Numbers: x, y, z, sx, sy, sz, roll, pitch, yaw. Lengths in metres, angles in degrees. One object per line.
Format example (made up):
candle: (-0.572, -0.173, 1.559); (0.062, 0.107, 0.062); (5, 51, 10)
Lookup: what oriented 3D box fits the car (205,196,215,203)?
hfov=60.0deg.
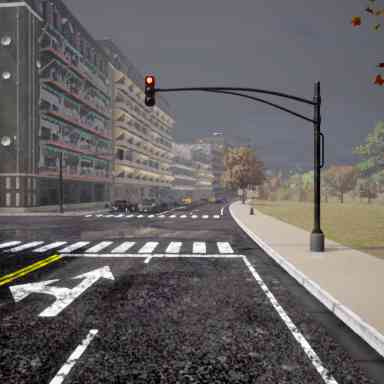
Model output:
car: (4.335, 1.729, 79.323); (1.882, 1.535, 5.008); (0, 0, 12)

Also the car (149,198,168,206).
car: (-5.738, 1.719, 58.147); (2.033, 1.411, 5.357); (0, 0, 8)

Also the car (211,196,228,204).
car: (5.722, 1.783, 68.634); (2.033, 1.411, 5.357); (0, 0, 9)

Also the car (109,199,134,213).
car: (-8.037, 1.586, 38.379); (1.837, 1.490, 4.892); (0, 0, 5)

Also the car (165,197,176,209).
car: (-3.892, 1.722, 47.101); (1.895, 1.301, 4.718); (0, 0, 7)

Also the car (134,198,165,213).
car: (-4.793, 1.433, 38.154); (2.097, 1.767, 4.553); (0, 0, 5)

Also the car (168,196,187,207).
car: (-2.670, 1.713, 56.674); (2.033, 1.411, 5.357); (0, 0, 8)

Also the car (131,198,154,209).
car: (-7.045, 1.672, 48.075); (2.033, 1.411, 5.357); (0, 0, 6)

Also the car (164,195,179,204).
car: (-4.211, 1.579, 68.281); (2.097, 1.767, 4.553); (0, 0, 9)

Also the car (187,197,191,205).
car: (-1.358, 1.690, 65.569); (1.882, 1.535, 5.008); (0, 0, 9)

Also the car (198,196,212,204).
car: (2.509, 1.728, 69.124); (2.128, 1.511, 4.902); (0, 0, 9)
